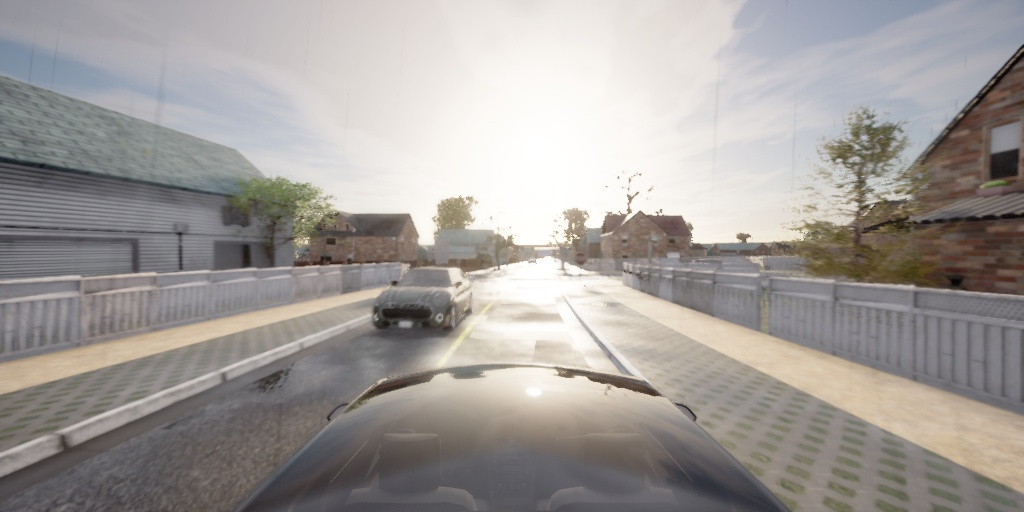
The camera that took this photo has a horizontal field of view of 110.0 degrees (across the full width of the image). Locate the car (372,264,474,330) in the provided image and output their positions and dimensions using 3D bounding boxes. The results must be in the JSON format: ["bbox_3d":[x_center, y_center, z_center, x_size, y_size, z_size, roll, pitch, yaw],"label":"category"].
[{"bbox_3d":[-2.516,1.117,11.155,2.097,1.767,4.553,0,0,3],"label":"car"}]

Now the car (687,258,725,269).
[{"bbox_3d":[16.925,1.035,29.819,4.553,1.767,2.097,-1,1,6],"label":"car"}]
